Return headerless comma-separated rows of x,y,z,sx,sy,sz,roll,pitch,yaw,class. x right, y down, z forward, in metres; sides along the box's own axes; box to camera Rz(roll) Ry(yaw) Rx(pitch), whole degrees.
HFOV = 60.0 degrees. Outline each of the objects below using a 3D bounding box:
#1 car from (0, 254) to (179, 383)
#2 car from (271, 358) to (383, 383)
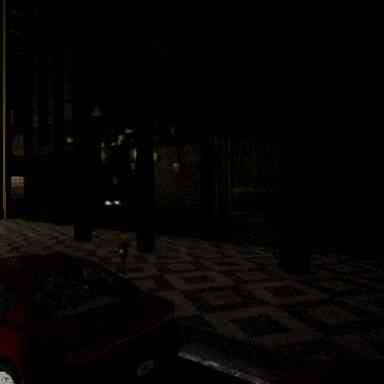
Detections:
-2.256,1.519,4.468,4.507,1.381,1.887,0,0,36,car
2.323,1.552,1.201,4.507,1.381,1.887,0,0,36,car
